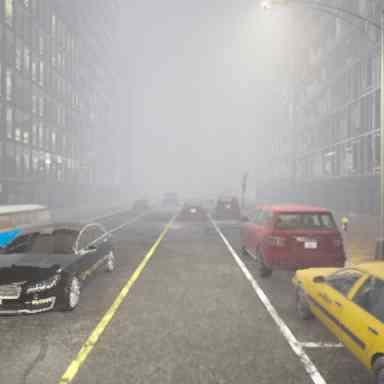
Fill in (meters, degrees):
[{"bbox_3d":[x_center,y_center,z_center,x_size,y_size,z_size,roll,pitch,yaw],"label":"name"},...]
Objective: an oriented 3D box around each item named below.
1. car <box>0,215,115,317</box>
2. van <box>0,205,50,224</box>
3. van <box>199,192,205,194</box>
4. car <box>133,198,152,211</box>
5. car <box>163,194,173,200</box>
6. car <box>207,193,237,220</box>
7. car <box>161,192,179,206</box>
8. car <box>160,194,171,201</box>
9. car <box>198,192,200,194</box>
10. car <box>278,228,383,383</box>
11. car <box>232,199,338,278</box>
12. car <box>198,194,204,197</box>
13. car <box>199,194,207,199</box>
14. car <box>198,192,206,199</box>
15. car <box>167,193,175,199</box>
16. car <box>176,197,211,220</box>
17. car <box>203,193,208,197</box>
[{"bbox_3d":[-3.100,1.476,7.686,1.837,1.490,4.892,0,0,0],"label":"car"},{"bbox_3d":[-5.689,1.304,9.938,1.690,1.788,3.998,0,0,0],"label":"van"},{"bbox_3d":[2.698,1.052,61.211,1.690,1.788,3.998,0,0,0],"label":"van"},{"bbox_3d":[-5.686,1.404,38.426,1.947,1.339,4.313,0,0,0],"label":"car"},{"bbox_3d":[-5.681,1.172,78.307,1.947,1.339,4.313,0,0,0],"label":"car"},{"bbox_3d":[2.694,1.207,27.027,2.192,1.841,5.009,0,0,0],"label":"car"},{"bbox_3d":[-3.079,1.004,48.892,2.150,2.045,5.566,0,0,0],"label":"car"},{"bbox_3d":[-5.681,1.193,72.610,2.008,1.369,4.403,0,0,0],"label":"car"},{"bbox_3d":[2.699,1.223,72.610,1.802,1.307,4.206,0,0,0],"label":"car"},{"bbox_3d":[2.691,1.508,4.408,1.752,1.417,4.829,0,0,0],"label":"car"},{"bbox_3d":[2.692,1.278,9.936,2.192,1.841,5.009,0,0,0],"label":"car"},{"bbox_3d":[0.103,1.321,42.362,2.163,1.488,4.792,0,0,0],"label":"car"},{"bbox_3d":[2.700,1.134,84.003,1.947,1.339,4.313,0,0,0],"label":"car"},{"bbox_3d":[2.702,0.844,89.698,2.192,1.841,5.009,0,0,0],"label":"car"},{"bbox_3d":[-5.679,1.056,89.531,1.752,1.417,4.829,0,0,0],"label":"car"},{"bbox_3d":[0.103,1.398,26.539,2.163,1.488,4.792,0,0,0],"label":"car"},{"bbox_3d":[2.696,1.322,49.820,1.887,1.381,4.507,0,0,0],"label":"car"}]
